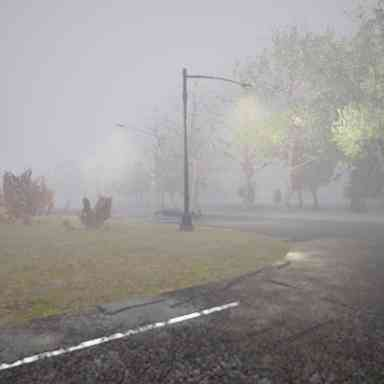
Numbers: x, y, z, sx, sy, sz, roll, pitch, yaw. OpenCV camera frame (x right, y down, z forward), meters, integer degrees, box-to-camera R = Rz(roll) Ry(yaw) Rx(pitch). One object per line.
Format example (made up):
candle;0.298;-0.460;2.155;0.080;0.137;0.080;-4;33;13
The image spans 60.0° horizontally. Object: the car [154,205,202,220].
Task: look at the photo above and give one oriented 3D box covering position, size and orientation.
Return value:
car;-1.312;1.874;30.396;4.718;1.301;1.895;-1;0;44
